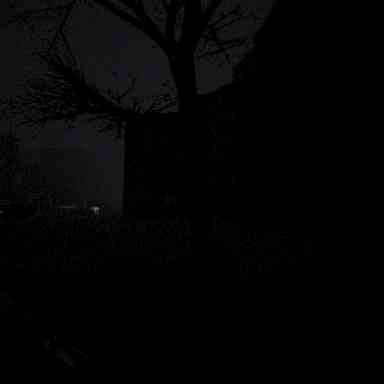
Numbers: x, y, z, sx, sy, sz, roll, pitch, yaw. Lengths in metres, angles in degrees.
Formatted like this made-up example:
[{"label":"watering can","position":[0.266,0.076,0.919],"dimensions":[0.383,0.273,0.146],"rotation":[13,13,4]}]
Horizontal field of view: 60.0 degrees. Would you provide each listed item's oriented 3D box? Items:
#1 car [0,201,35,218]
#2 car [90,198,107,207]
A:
[{"label":"car","position":[-16.332,1.576,30.894],"dimensions":[1.882,1.535,5.008],"rotation":[1,-1,-3]},{"label":"car","position":[-16.664,1.890,58.861],"dimensions":[1.837,1.490,4.892],"rotation":[1,0,10]}]
